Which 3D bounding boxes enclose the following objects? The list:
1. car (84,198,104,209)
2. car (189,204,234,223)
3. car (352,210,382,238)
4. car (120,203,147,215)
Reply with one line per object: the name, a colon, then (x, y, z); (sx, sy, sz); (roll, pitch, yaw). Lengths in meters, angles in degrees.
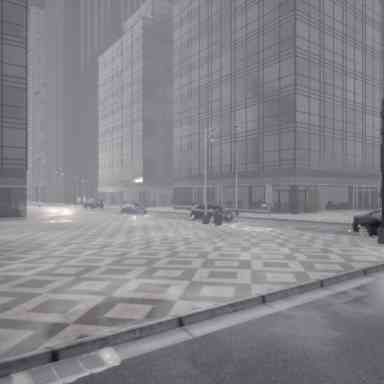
car: (-18.293, 2.147, 61.869); (2.150, 2.045, 5.566); (0, -1, -37)
car: (1.603, 1.828, 28.970); (1.837, 1.490, 4.892); (0, 0, -36)
car: (10.031, 1.550, 15.693); (1.882, 1.535, 5.008); (0, -1, -22)
car: (-7.321, 2.086, 41.291); (1.812, 1.442, 4.674); (0, -1, -37)
